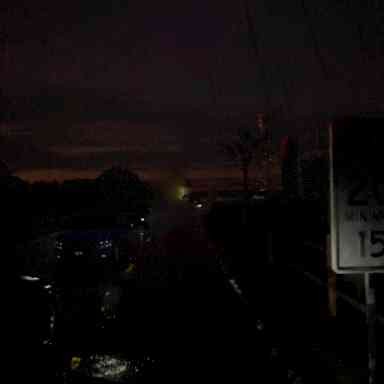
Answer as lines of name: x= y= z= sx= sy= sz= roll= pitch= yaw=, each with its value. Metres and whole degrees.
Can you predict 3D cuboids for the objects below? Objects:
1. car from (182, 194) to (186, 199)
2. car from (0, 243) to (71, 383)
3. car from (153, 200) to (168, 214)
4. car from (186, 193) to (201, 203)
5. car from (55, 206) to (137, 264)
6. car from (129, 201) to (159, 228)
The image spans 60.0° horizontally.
car: x=-1.184 y=1.173 z=79.286 sx=1.882 sy=1.535 sz=5.008 roll=-1 pitch=0 yaw=6
car: x=-2.956 y=1.596 z=3.399 sx=1.994 sy=1.385 sz=4.181 roll=-1 pitch=0 yaw=-3
car: x=-3.662 y=1.575 z=35.552 sx=1.994 sy=1.385 sz=4.181 roll=-1 pitch=0 yaw=1
car: x=0.645 y=1.139 z=69.219 sx=2.150 sy=2.045 sz=5.566 roll=-1 pitch=0 yaw=5
car: x=-3.367 y=1.506 z=12.103 sx=1.882 sy=1.535 sz=5.008 roll=-1 pitch=0 yaw=-2
car: x=-3.673 y=1.571 z=22.629 sx=2.033 sy=1.411 sz=5.357 roll=-1 pitch=0 yaw=-1
